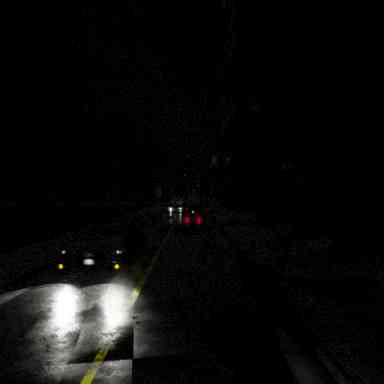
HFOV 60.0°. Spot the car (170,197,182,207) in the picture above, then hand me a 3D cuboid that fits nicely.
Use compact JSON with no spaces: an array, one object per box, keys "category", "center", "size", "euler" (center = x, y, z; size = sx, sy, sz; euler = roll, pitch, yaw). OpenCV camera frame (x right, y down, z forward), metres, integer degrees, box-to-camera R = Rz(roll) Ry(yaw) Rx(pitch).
[{"category":"car","center":[-2.490,1.496,52.632],"size":[1.812,1.442,4.674],"euler":[0,0,0]}]

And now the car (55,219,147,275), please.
[{"category":"car","center":[-2.597,1.563,10.352],"size":[1.994,1.385,4.181],"euler":[0,0,0]}]

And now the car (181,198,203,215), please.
[{"category":"car","center":[0.100,1.619,34.108],"size":[1.895,1.301,4.718],"euler":[0,0,0]}]
